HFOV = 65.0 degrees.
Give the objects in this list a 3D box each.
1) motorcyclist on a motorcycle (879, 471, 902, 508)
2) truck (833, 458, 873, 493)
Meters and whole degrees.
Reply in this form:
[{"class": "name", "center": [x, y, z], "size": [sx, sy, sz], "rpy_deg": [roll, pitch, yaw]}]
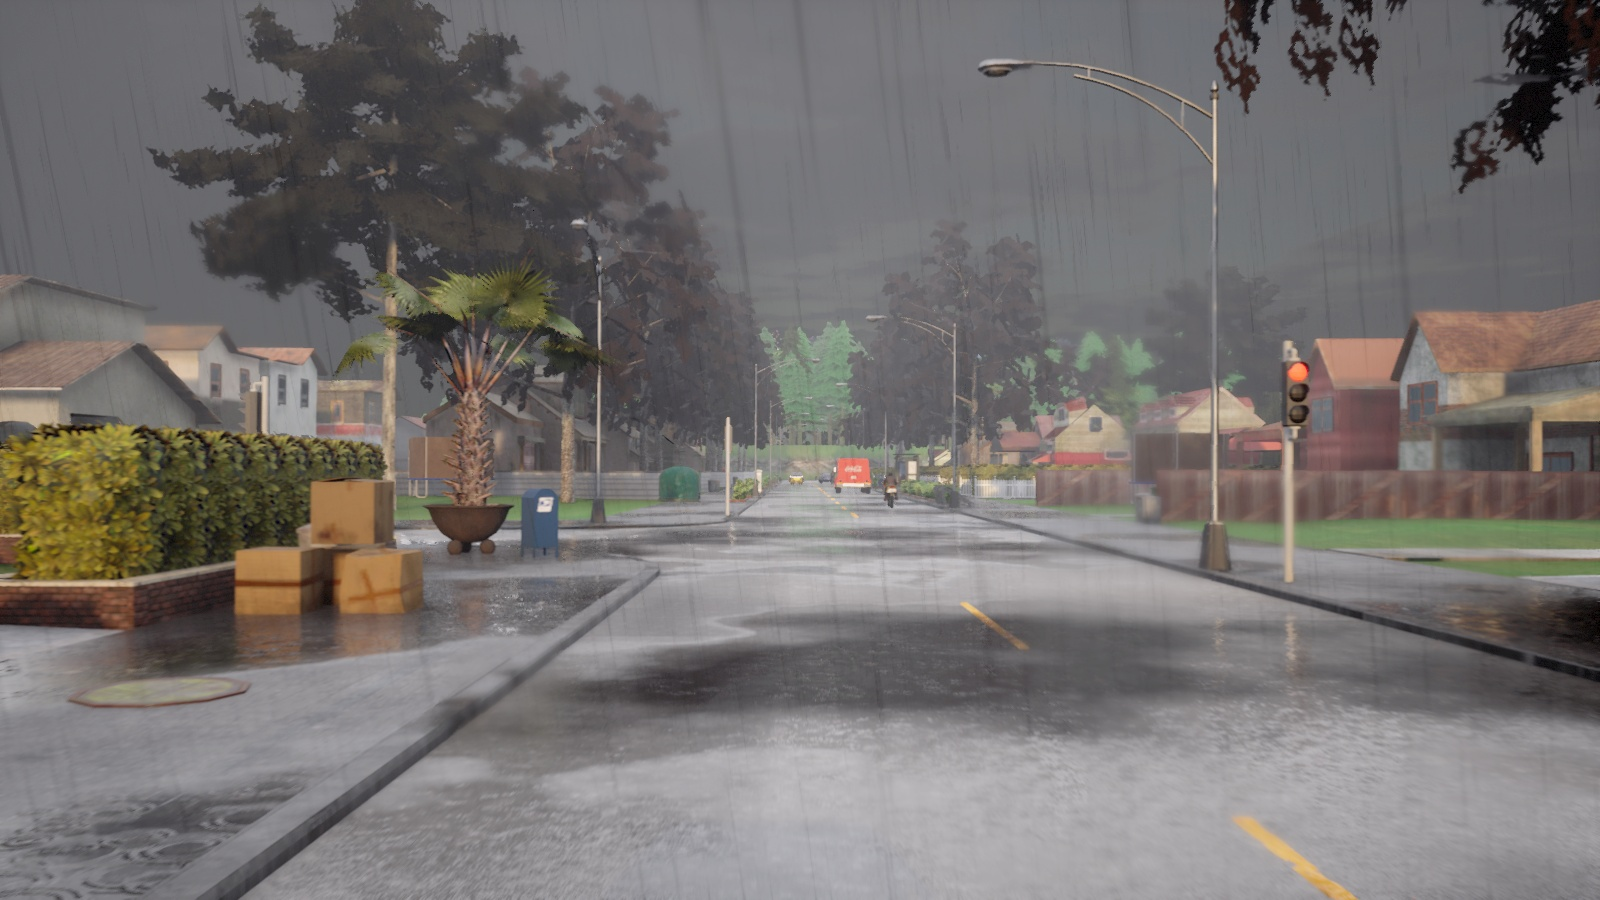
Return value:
[{"class": "motorcyclist on a motorcycle", "center": [3.859, 1.678, 53.621], "size": [0.797, 1.523, 2.044], "rpy_deg": [0, -1, 0]}, {"class": "truck", "center": [3.763, 1.831, 90.728], "size": [2.627, 2.467, 5.204], "rpy_deg": [0, -1, 0]}]
